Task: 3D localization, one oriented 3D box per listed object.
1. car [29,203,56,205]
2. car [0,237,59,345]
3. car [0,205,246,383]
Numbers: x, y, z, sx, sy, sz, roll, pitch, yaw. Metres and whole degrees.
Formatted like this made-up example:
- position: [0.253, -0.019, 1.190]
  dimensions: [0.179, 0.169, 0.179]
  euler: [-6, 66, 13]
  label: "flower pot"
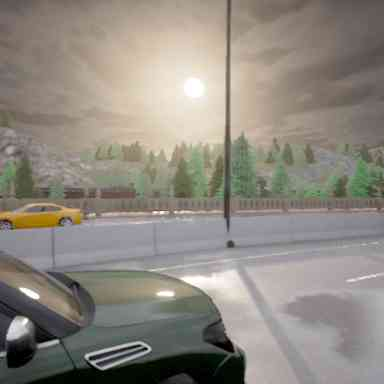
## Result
- position: [-8.843, 1.387, 18.866]
  dimensions: [5.008, 1.535, 1.882]
  euler: [0, 0, -33]
  label: "car"
- position: [-4.586, 1.571, 4.684]
  dimensions: [4.718, 1.301, 1.895]
  euler: [0, 0, -36]
  label: "car"
- position: [-2.179, 1.207, 2.117]
  dimensions: [5.566, 2.045, 2.150]
  euler: [0, 0, -35]
  label: "car"
